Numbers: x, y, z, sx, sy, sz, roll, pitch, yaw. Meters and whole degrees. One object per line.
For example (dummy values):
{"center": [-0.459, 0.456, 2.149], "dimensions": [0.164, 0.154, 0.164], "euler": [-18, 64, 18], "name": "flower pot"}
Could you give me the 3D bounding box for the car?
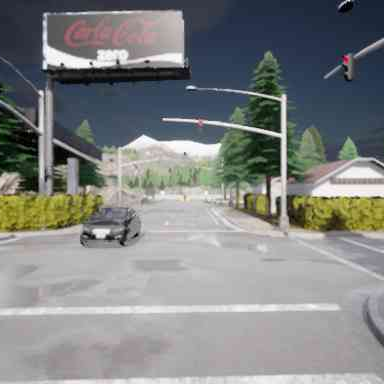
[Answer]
{"center": [-3.499, 1.423, 15.208], "dimensions": [2.128, 1.511, 4.902], "euler": [0, 0, 0], "name": "car"}
